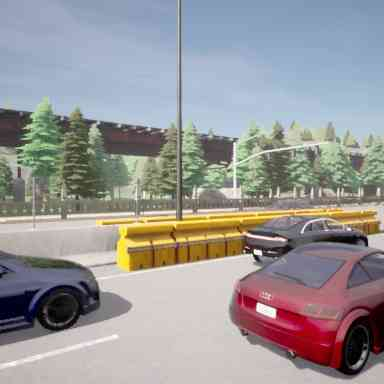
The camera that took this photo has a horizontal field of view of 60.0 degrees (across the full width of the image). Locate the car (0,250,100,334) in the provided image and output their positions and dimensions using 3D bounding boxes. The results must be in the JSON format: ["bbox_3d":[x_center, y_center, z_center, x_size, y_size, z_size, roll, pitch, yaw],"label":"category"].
[{"bbox_3d":[-3.690,1.564,5.412,4.181,1.385,1.994,0,0,-36],"label":"car"}]

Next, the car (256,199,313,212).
[{"bbox_3d":[5.847,1.351,21.078,4.553,1.767,2.097,0,0,-35],"label":"car"}]

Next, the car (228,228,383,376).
[{"bbox_3d":[2.637,1.564,5.639,4.181,1.385,1.994,0,0,-35],"label":"car"}]

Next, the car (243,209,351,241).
[{"bbox_3d":[3.829,1.491,10.786,4.902,1.511,2.128,0,0,-36],"label":"car"}]
